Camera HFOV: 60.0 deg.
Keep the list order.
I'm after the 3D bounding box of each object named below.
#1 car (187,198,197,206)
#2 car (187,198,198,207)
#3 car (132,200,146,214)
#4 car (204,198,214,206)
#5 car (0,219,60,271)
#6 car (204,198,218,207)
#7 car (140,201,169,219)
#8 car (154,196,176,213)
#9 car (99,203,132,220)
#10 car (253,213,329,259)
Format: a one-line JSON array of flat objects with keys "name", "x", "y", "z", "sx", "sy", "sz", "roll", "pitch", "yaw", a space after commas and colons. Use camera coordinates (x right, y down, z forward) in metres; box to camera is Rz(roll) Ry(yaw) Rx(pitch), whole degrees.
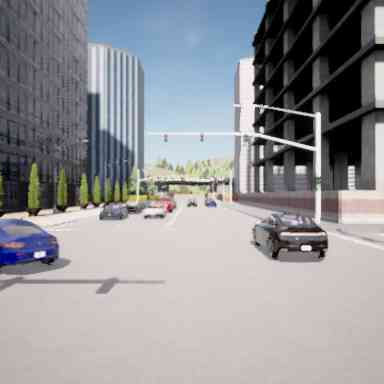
[{"name": "car", "x": 0.015, "y": 2.067, "z": 69.608, "sx": 2.128, "sy": 1.511, "sz": 4.902, "roll": 0, "pitch": 0, "yaw": 0}, {"name": "car", "x": 0.037, "y": 2.072, "z": 60.340, "sx": 1.895, "sy": 1.301, "sz": 4.718, "roll": 0, "pitch": 0, "yaw": 0}, {"name": "car", "x": -7.078, "y": 1.910, "z": 39.272, "sx": 1.895, "sy": 1.301, "sz": 4.718, "roll": 0, "pitch": 0, "yaw": 0}, {"name": "car", "x": 3.515, "y": 2.023, "z": 69.256, "sx": 1.837, "sy": 1.490, "sz": 4.892, "roll": 0, "pitch": 0, "yaw": 0}, {"name": "car", "x": -6.090, "y": 1.585, "z": 10.642, "sx": 4.674, "sy": 1.442, "sz": 1.812, "roll": 0, "pitch": -1, "yaw": 36}, {"name": "car", "x": 3.513, "y": 1.995, "z": 60.180, "sx": 1.812, "sy": 1.442, "sz": 4.674, "roll": 0, "pitch": 0, "yaw": 0}, {"name": "car", "x": -3.589, "y": 1.859, "z": 32.632, "sx": 1.895, "sy": 1.301, "sz": 4.718, "roll": 0, "pitch": 0, "yaw": 0}, {"name": "car", "x": -3.566, "y": 1.555, "z": 42.410, "sx": 2.150, "sy": 2.045, "sz": 5.566, "roll": 0, "pitch": 0, "yaw": 0}, {"name": "car", "x": -7.089, "y": 1.806, "z": 30.512, "sx": 1.994, "sy": 1.385, "sz": 4.181, "roll": 0, "pitch": 0, "yaw": 0}, {"name": "car", "x": 3.602, "y": 1.568, "z": 12.901, "sx": 2.128, "sy": 1.511, "sz": 4.902, "roll": 0, "pitch": 0, "yaw": 0}]
